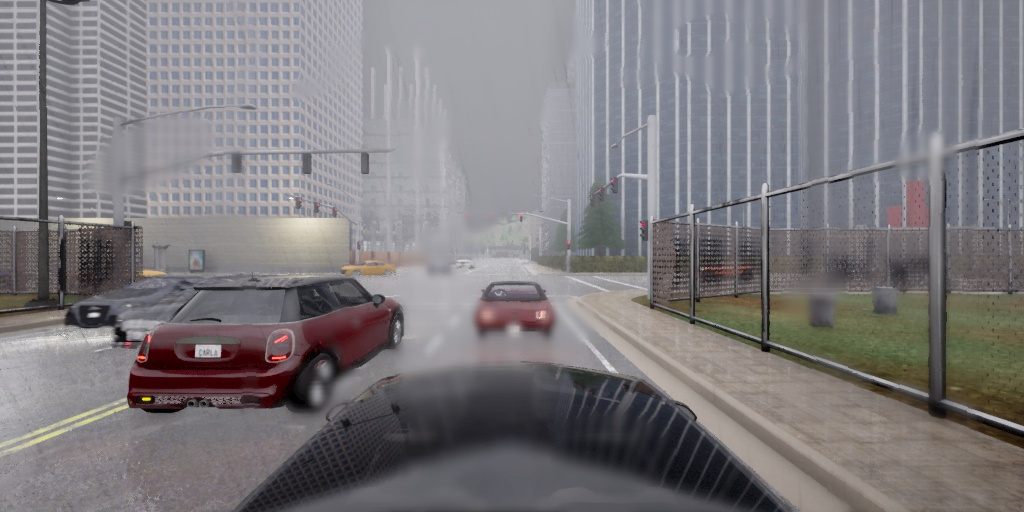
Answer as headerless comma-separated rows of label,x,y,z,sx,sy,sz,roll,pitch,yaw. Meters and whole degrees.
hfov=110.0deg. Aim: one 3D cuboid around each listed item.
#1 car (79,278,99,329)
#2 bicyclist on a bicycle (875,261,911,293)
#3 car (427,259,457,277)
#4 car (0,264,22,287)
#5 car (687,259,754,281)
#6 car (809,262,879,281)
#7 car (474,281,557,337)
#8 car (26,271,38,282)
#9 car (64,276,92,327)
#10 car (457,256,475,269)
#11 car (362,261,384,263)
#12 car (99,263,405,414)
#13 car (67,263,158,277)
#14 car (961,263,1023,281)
car,-7.102,1.242,9.246,2.128,1.511,4.902,0,0,0
bicyclist on a bicycle,18.801,0.995,17.737,0.582,1.620,1.656,0,0,0
car,-7.105,1.263,36.009,1.812,1.442,4.674,0,-1,0
car,-33.307,1.172,21.620,5.008,1.535,1.882,0,0,0
car,16.588,1.047,28.723,4.553,1.767,2.097,0,0,0
car,26.529,1.221,28.693,4.674,1.442,1.812,0,0,0
car,0.077,1.351,10.212,1.895,1.301,4.718,0,0,0
car,-36.937,1.242,25.127,5.357,1.411,2.033,0,0,0
car,-10.603,1.314,11.084,1.994,1.385,4.181,0,0,0
car,-7.103,0.968,55.238,2.150,2.045,5.566,0,1,1
car,-13.487,1.196,33.977,1.882,1.535,5.008,3,2,44
car,-3.443,1.102,6.207,2.097,1.767,4.553,0,0,0
car,-23.730,1.172,21.601,5.008,1.535,1.882,0,0,0
car,38.877,1.257,28.657,4.181,1.385,1.994,0,0,0
